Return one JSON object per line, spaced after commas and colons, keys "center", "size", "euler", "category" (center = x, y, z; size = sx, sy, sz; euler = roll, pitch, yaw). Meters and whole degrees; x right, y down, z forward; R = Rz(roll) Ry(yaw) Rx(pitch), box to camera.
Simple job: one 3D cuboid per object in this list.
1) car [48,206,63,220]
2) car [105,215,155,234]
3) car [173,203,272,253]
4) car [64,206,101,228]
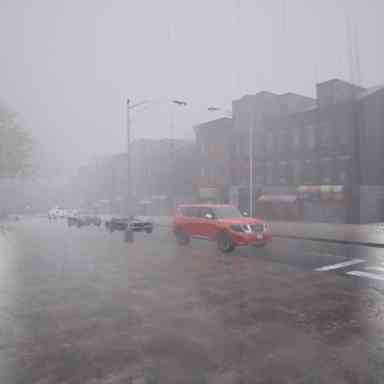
{"center": [-20.634, 3.198, 51.508], "size": [2.150, 2.045, 5.566], "euler": [0, -2, -35], "category": "car"}
{"center": [-4.532, 2.290, 23.854], "size": [1.895, 1.301, 4.718], "euler": [0, -2, -36], "category": "car"}
{"center": [1.182, 1.565, 15.849], "size": [2.150, 2.045, 5.566], "euler": [0, -2, -35], "category": "car"}
{"center": [-10.464, 2.440, 32.182], "size": [2.097, 1.767, 4.553], "euler": [0, -2, -35], "category": "car"}
